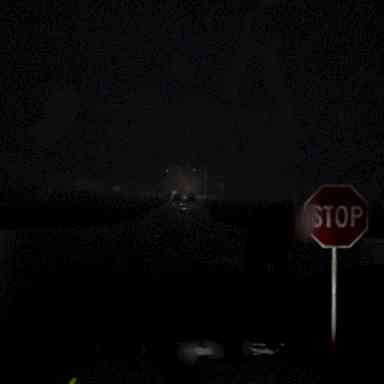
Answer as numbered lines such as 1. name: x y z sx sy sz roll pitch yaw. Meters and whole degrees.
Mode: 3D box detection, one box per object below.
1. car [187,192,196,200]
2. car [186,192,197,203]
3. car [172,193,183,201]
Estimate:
1. car: -0.012 0.849 70.379 1.837 1.490 4.892 0 1 0
2. car: -0.011 1.147 60.348 1.812 1.442 4.674 0 1 0
3. car: -2.761 1.018 65.374 1.882 1.535 5.008 0 1 0
